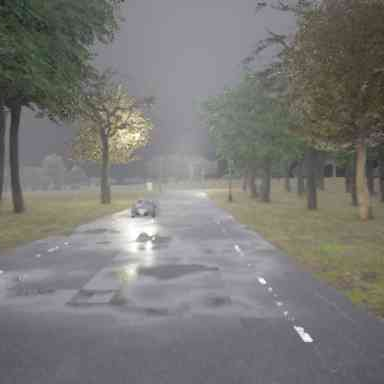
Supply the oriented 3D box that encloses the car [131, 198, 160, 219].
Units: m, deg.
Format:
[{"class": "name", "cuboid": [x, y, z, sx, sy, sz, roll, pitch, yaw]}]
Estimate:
[{"class": "car", "cuboid": [-3.601, 1.222, 26.381, 2.128, 1.511, 4.902, 0, 1, 0]}]
